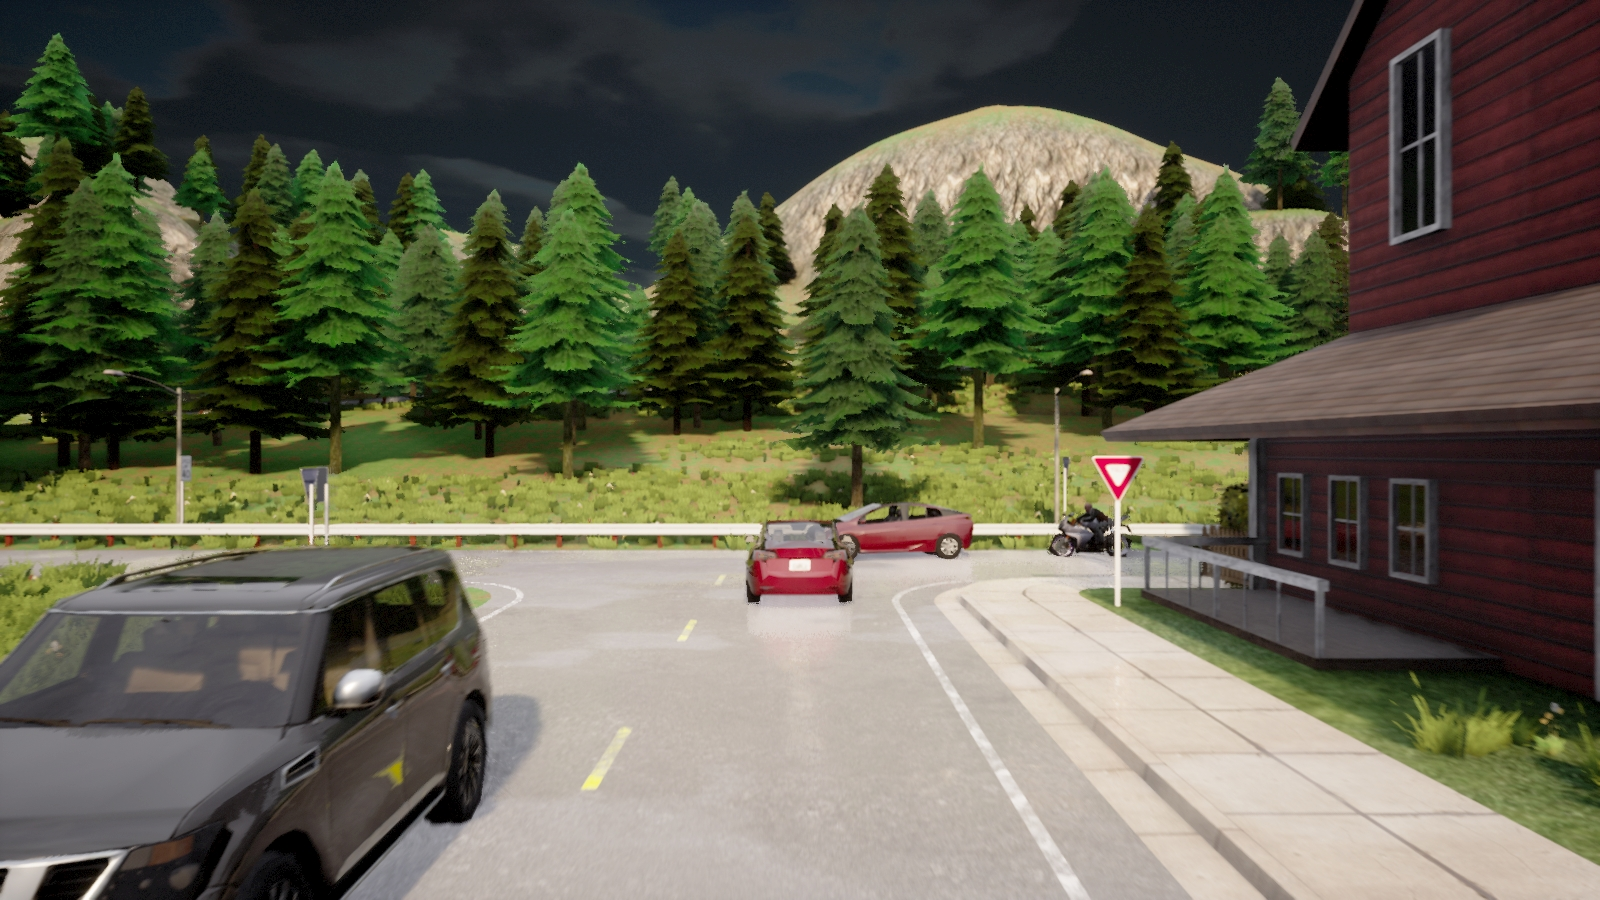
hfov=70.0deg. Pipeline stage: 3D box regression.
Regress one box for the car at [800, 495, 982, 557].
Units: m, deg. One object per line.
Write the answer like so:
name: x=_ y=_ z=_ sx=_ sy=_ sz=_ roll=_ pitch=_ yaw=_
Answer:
car: x=2.417 y=2.019 z=30.919 sx=4.514 sy=1.525 sz=2.007 roll=0 pitch=0 yaw=-11

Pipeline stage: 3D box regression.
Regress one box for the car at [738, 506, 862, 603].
car: x=-0.019 y=1.932 z=22.295 sx=2.163 sy=1.488 sz=4.792 roll=0 pitch=0 yaw=0

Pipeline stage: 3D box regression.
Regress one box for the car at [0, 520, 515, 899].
car: x=-3.534 y=1.639 z=7.165 sx=2.150 sy=2.045 sz=5.566 roll=0 pitch=0 yaw=0

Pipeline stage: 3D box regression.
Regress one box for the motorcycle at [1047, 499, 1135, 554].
motorcycle: x=7.978 y=2.101 z=31.403 sx=2.209 sy=1.460 sz=0.867 roll=0 pitch=0 yaw=0
